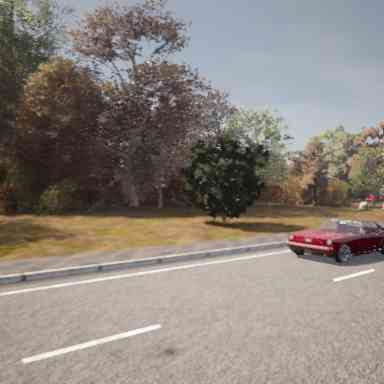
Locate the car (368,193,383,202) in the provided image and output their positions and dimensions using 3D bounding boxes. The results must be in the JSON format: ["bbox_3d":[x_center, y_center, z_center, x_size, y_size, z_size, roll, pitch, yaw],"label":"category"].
[{"bbox_3d":[43.115,1.184,79.018,2.150,2.045,5.566,3,1,-20],"label":"car"}]

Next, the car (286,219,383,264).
[{"bbox_3d":[5.648,1.680,12.288,4.718,1.301,1.895,0,0,-35],"label":"car"}]
